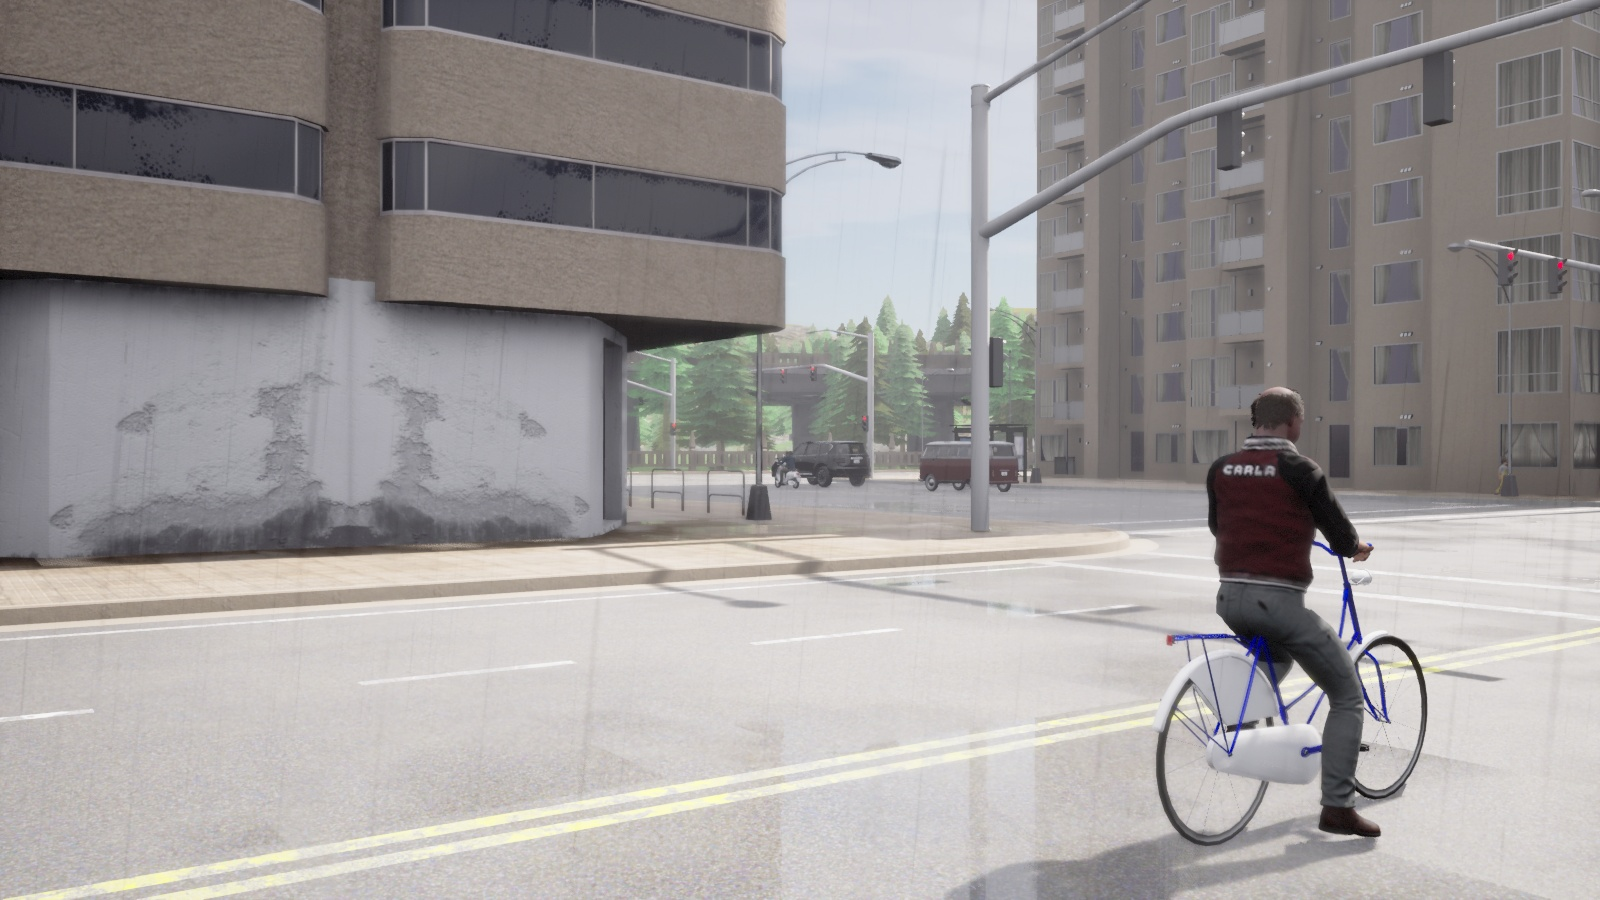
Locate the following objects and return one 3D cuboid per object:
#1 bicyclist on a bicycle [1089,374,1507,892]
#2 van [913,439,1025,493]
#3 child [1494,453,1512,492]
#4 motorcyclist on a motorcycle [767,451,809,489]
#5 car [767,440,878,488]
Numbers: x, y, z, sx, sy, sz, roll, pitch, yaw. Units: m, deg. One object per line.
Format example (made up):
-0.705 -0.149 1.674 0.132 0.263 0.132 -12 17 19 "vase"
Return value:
2.064 0.623 5.099 1.843 1.776 0.659 0 0 -35 "bicyclist on a bicycle"
6.528 0.604 49.071 1.775 1.987 4.442 0 0 -35 "van"
23.200 0.735 41.425 0.270 1.263 0.437 0 0 -30 "child"
-0.524 0.829 52.943 0.866 1.590 1.817 0 0 -35 "motorcyclist on a motorcycle"
0.952 0.601 56.902 2.150 2.045 5.566 0 0 -35 "car"
